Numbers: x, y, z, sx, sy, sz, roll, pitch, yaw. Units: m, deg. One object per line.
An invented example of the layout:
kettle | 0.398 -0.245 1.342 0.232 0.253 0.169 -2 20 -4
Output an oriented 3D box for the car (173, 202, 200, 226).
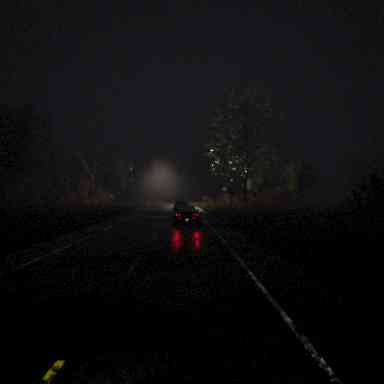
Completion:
car | -0.423 1.697 24.739 1.812 1.442 4.674 0 0 -2

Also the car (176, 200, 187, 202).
car | -1.337 1.782 41.780 1.837 1.490 4.892 0 0 -4
